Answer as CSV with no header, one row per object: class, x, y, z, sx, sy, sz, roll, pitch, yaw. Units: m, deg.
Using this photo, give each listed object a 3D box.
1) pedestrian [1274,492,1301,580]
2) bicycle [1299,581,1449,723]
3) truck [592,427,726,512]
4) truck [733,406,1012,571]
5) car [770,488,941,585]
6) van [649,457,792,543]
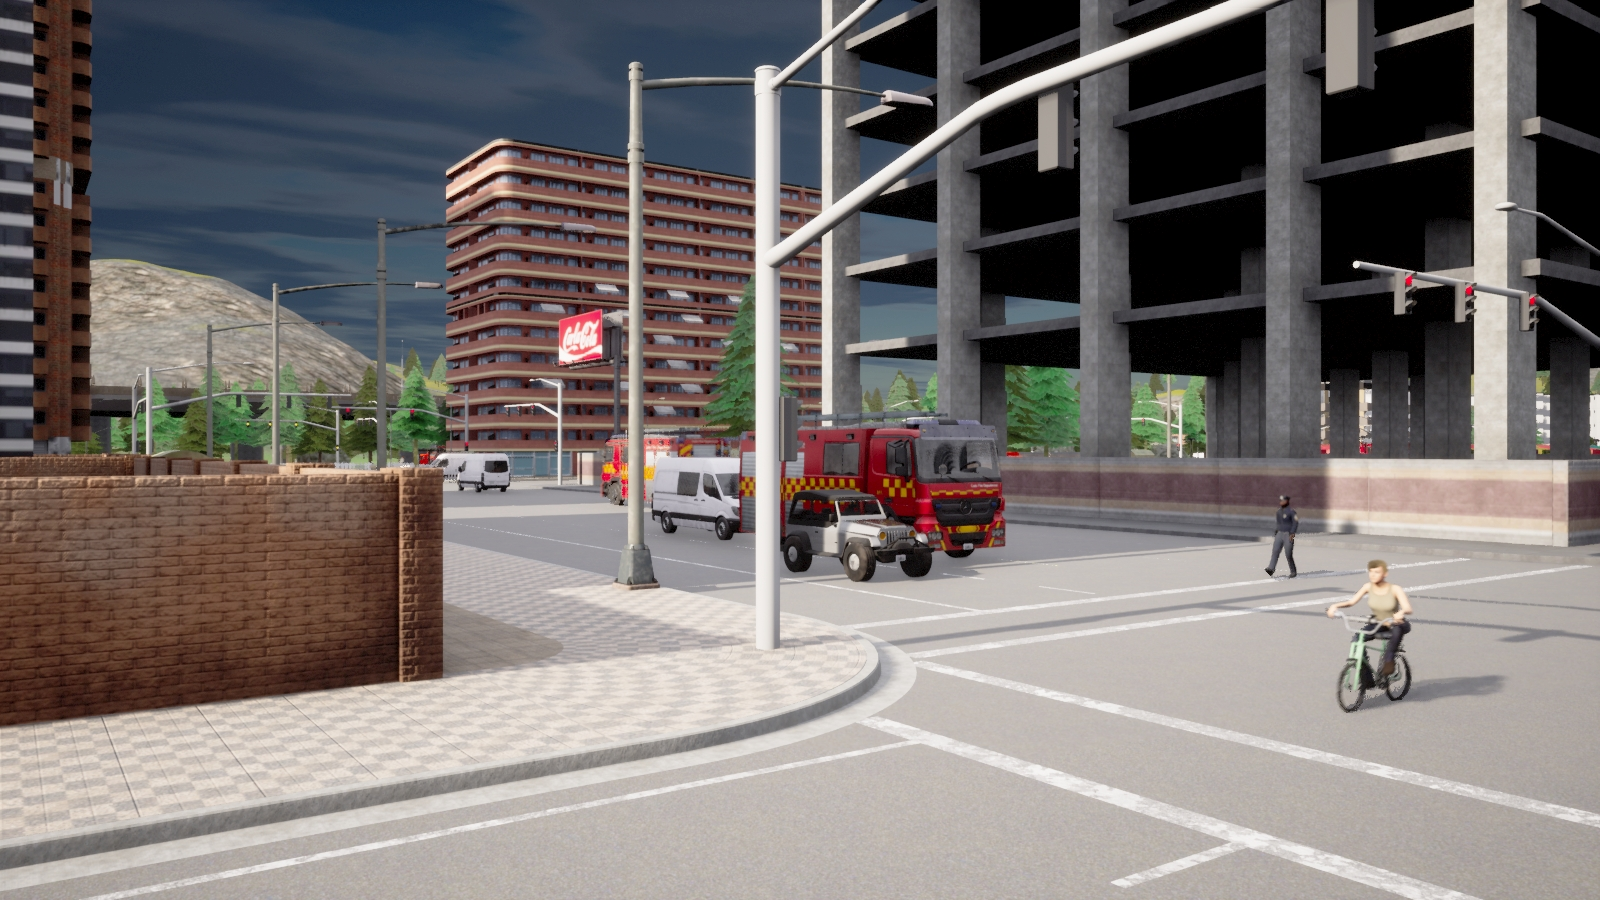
pedestrian,10.520,1.847,24.654,0.375,1.860,0.375,0,0,-34
bicycle,6.266,2.157,12.460,1.487,1.276,0.859,0,0,-35
truck,-7.037,0.889,55.810,2.891,3.827,8.468,0,0,-34
truck,1.624,0.890,30.842,2.891,3.827,8.468,0,0,-35
car,1.170,1.856,25.789,1.905,1.878,3.866,0,0,-35
van,-2.744,1.534,37.625,1.988,2.561,5.915,0,0,-34
